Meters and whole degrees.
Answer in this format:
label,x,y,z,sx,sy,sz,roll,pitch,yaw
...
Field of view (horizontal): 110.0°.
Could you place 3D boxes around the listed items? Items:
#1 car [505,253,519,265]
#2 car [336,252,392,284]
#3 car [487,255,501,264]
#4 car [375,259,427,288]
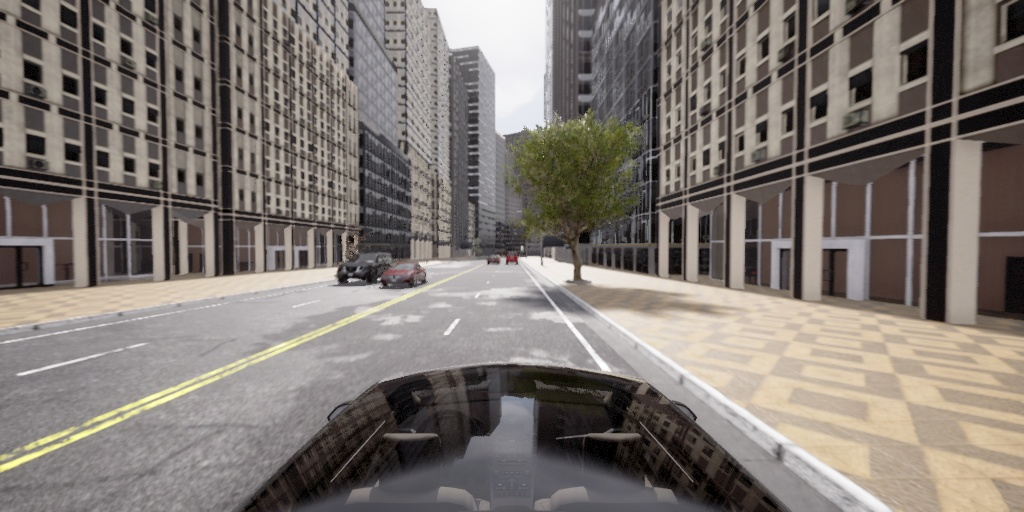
label,x,y,z,sx,sy,sz,roll,pitch,yaw
car,0.000,0.423,62.530,2.150,2.045,5.566,0,1,0
car,-9.798,0.765,24.544,2.150,2.045,5.566,0,0,0
car,-3.250,0.549,62.898,2.097,1.767,4.553,0,1,0
car,-6.565,1.087,22.305,1.812,1.442,4.674,0,0,0
